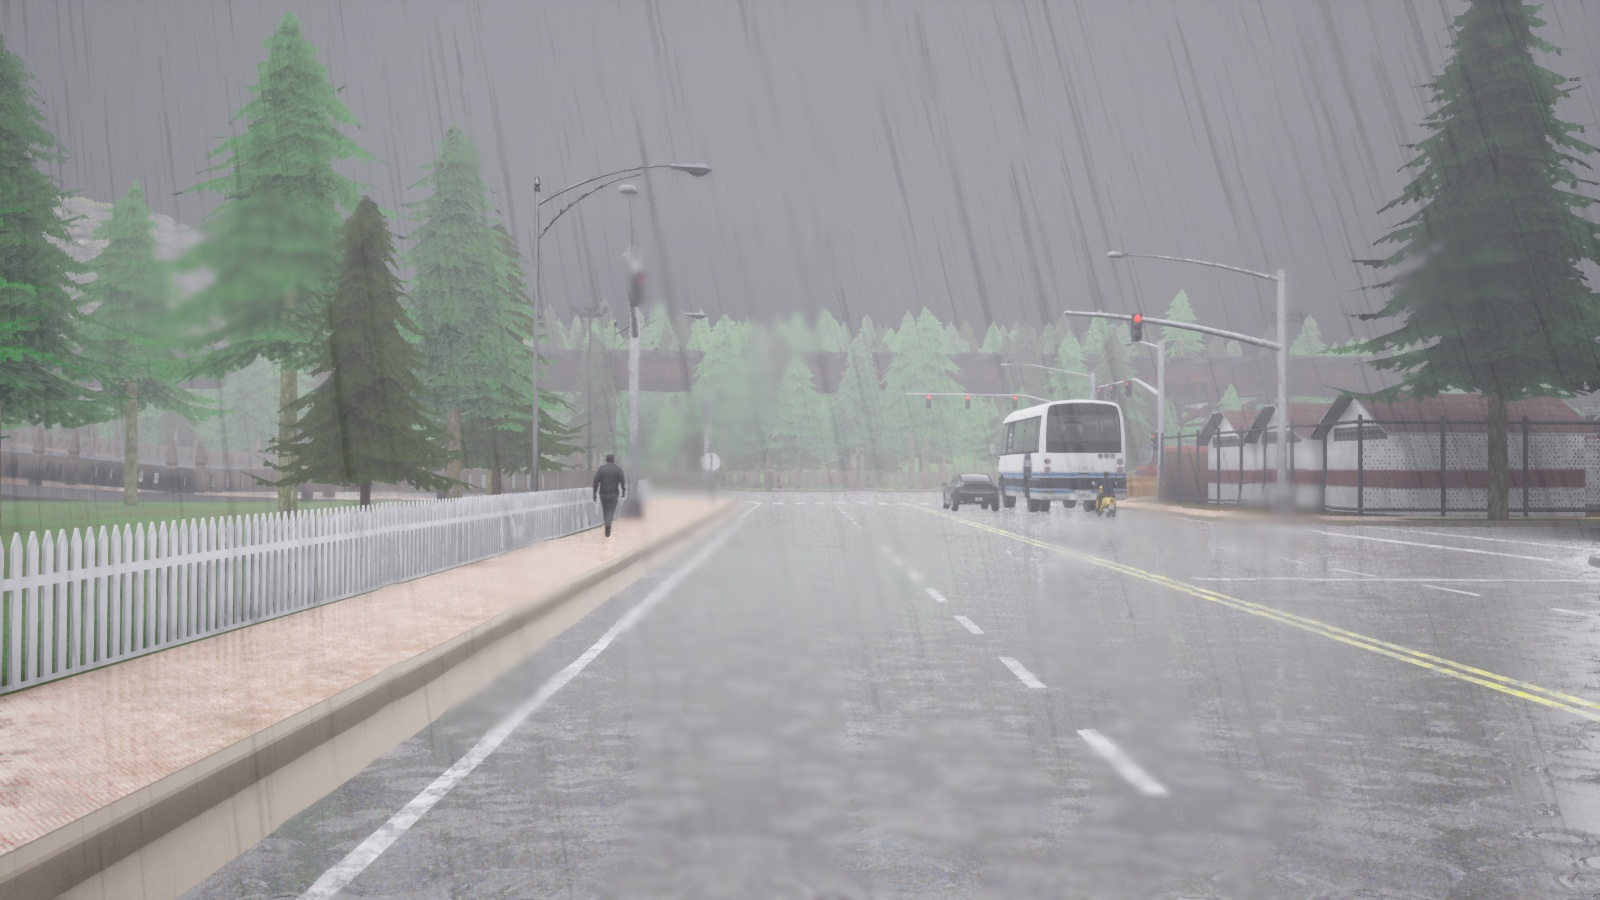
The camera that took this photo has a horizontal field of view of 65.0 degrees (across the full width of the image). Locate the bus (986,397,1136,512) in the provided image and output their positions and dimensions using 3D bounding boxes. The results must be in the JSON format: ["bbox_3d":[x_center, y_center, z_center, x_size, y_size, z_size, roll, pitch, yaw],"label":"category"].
[{"bbox_3d":[10.427,0.261,51.626,3.944,4.253,10.273,0,-1,0],"label":"bus"}]

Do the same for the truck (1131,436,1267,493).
[{"bbox_3d":[27.591,0.997,87.012,8.468,3.827,2.891,0,-1,-2],"label":"truck"}]

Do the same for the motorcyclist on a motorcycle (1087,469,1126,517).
[{"bbox_3d":[10.446,1.443,42.795,0.866,1.590,1.817,0,-1,0],"label":"motorcyclist on a motorcycle"}]

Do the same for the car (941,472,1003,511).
[{"bbox_3d":[6.935,1.647,51.057,1.837,1.490,4.892,0,-1,0],"label":"car"}]

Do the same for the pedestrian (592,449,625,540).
[{"bbox_3d":[-4.051,0.935,26.631,0.563,1.883,0.849,0,-1,0],"label":"pedestrian"}]
